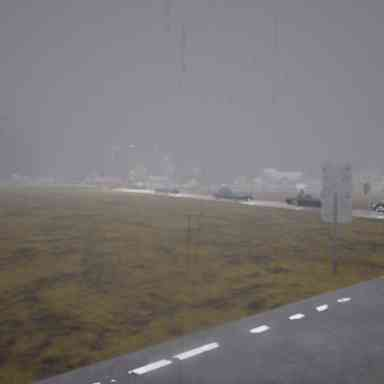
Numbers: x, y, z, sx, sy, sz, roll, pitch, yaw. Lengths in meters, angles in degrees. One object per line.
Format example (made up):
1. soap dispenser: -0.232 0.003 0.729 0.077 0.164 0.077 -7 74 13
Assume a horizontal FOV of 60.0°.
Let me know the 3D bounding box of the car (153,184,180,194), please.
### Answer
1. car: -3.471 -0.402 47.466 1.994 1.385 4.181 1 2 -35

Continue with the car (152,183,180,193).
1. car: -4.316 -0.643 53.692 2.033 1.411 5.357 1 2 -34

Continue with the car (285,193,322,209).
1. car: 10.255 0.803 27.775 1.895 1.301 4.718 1 2 -35

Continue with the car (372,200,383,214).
1. car: 15.897 1.023 24.451 2.128 1.511 4.902 2 2 -28

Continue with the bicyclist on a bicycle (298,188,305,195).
1. bicyclist on a bicycle: 11.907 0.446 35.866 1.656 1.620 0.582 0 2 -35

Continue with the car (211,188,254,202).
1. car: 4.320 0.238 36.284 2.033 1.411 5.357 1 2 -35

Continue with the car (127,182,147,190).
1. car: -10.266 -1.116 62.138 2.033 1.411 5.357 1 2 -35
